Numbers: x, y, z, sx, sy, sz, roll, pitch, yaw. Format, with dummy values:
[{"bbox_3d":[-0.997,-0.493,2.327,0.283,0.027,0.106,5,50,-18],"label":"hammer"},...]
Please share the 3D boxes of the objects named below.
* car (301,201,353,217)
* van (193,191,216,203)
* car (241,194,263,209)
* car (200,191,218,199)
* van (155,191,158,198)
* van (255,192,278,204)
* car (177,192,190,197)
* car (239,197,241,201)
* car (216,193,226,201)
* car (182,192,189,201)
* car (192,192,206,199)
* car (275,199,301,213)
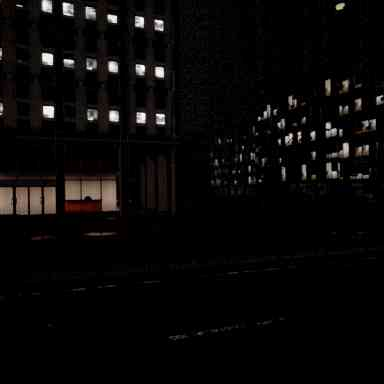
[{"bbox_3d":[12.138,1.434,29.448,1.947,1.339,4.313,0,1,-21],"label":"car"},{"bbox_3d":[2.079,0.952,56.023,1.690,1.788,3.998,0,1,-21],"label":"van"},{"bbox_3d":[8.137,1.331,40.089,1.947,1.339,4.313,0,1,-21],"label":"car"},{"bbox_3d":[3.795,0.634,74.943,2.192,1.841,5.009,0,1,-21],"label":"car"},{"bbox_3d":[-8.101,0.687,82.556,1.690,1.788,3.998,0,1,-21],"label":"van"},{"bbox_3d":[11.938,0.870,53.717,1.690,1.788,3.998,0,1,-21],"label":"van"},{"bbox_3d":[-2.312,0.710,90.864,2.008,1.369,4.403,0,1,-21],"label":"car"},{"bbox_3d":[9.904,1.059,59.026,1.802,1.307,4.206,0,1,-21],"label":"car"},{"bbox_3d":[4.371,0.916,66.195,1.882,1.535,5.008,-1,1,-21],"label":"car"},{"bbox_3d":[-1.993,1.056,66.639,2.008,1.369,4.403,0,1,-21],"label":"car"},{"bbox_3d":[1.759,0.706,80.250,1.967,1.590,4.097,0,1,-21],"label":"car"},{"bbox_3d":[10.118,1.399,34.763,1.802,1.307,4.206,0,1,-21],"label":"car"}]
